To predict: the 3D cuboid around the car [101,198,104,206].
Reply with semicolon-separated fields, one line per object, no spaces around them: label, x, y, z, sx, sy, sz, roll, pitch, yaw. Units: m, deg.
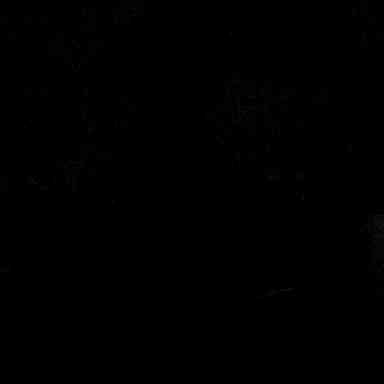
car;-11.690;1.404;48.810;1.837;1.490;4.892;0;0;-38
